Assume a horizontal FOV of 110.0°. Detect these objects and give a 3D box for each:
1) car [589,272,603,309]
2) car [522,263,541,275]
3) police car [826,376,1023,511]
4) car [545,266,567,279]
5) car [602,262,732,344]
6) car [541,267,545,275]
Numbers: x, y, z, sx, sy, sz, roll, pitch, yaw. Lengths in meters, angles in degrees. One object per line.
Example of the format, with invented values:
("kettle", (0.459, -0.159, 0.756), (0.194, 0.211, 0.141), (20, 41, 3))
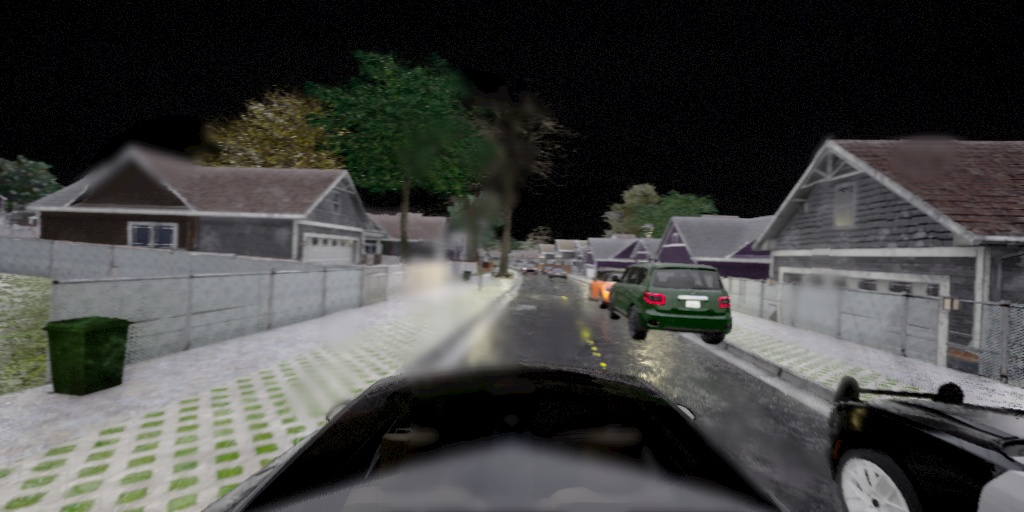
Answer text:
("car", (4.904, 1.436, 16.820), (2.097, 1.767, 4.553), (2, -1, 5))
("car", (2.592, 1.861, 52.605), (2.097, 1.767, 4.553), (2, -1, 0))
("police car", (3.317, 1.298, 0.952), (1.930, 1.638, 5.238), (2, -1, 7))
("car", (5.337, 1.998, 42.357), (1.994, 1.385, 4.181), (2, -1, 2))
("car", (4.387, 1.232, 10.870), (2.150, 2.045, 5.566), (2, -1, 5))
("car", (5.388, 2.183, 53.875), (2.033, 1.411, 5.357), (2, -1, -1))
